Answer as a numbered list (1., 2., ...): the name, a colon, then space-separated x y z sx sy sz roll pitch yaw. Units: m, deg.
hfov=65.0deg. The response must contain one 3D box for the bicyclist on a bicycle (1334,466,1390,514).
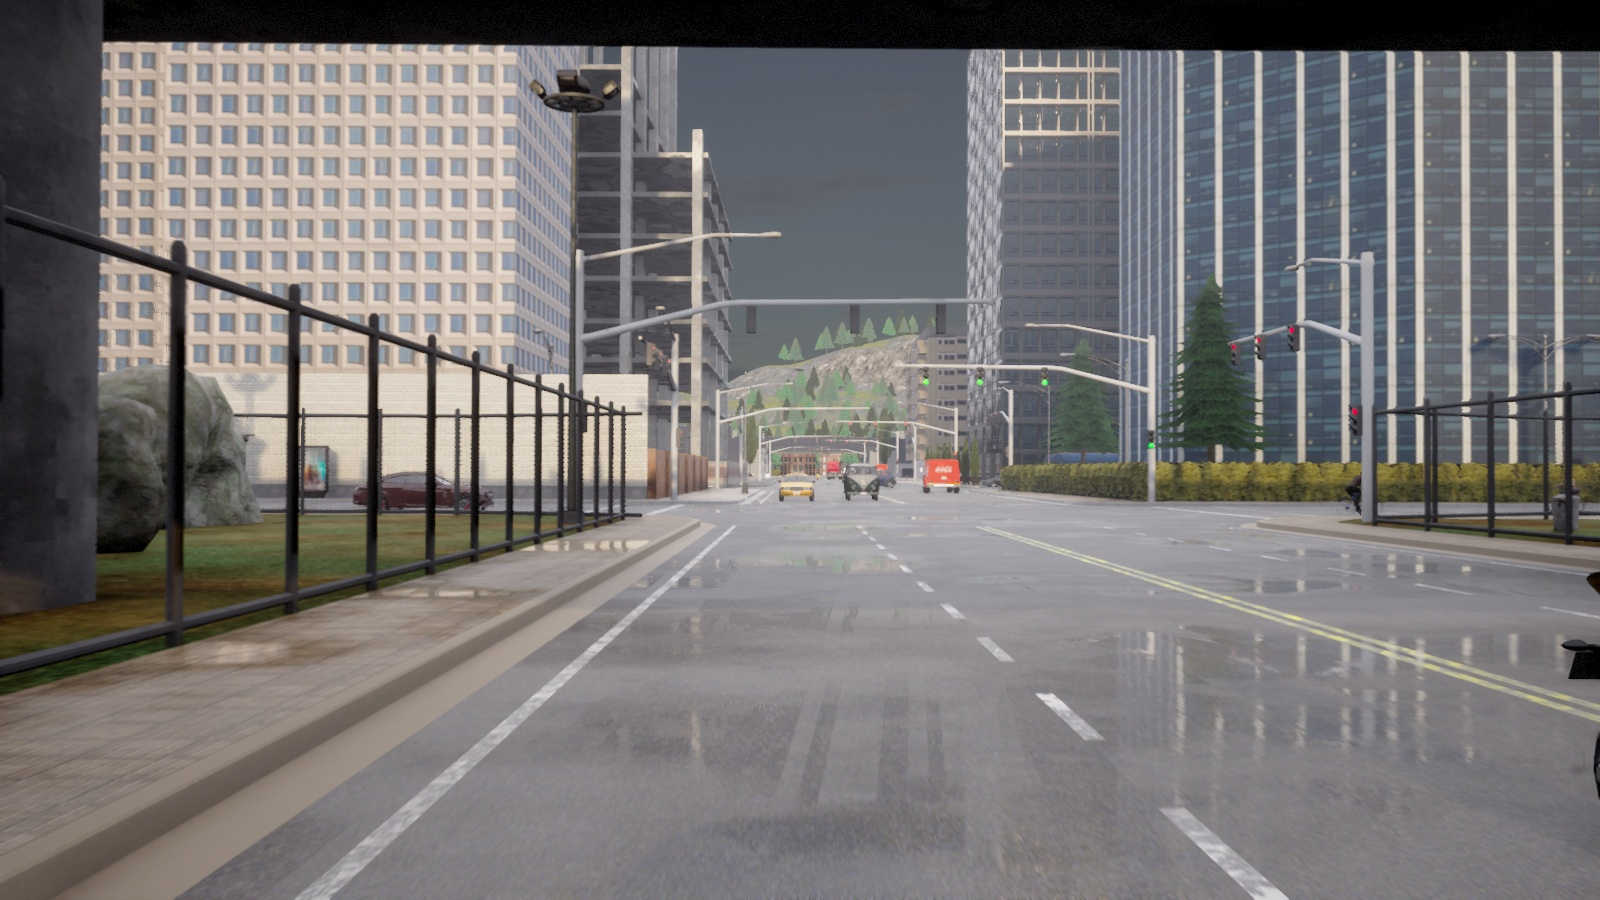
1. bicyclist on a bicycle: 18.953 1.345 42.376 1.656 1.620 0.582 0 0 -6

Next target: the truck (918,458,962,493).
1. truck: 10.275 1.835 92.341 2.627 2.467 5.204 0 -1 0

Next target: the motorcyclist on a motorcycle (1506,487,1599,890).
1. motorcyclist on a motorcycle: 3.489 0.908 4.320 0.866 1.530 2.191 0 -1 0

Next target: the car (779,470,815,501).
1. car: -0.162 1.868 66.532 1.801 1.575 5.366 0 -1 0

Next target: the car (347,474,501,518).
1. car: -12.703 1.549 42.610 4.674 1.442 1.812 0 -1 0

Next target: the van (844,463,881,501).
1. van: 3.334 1.693 68.029 1.775 1.987 4.442 0 -1 0
